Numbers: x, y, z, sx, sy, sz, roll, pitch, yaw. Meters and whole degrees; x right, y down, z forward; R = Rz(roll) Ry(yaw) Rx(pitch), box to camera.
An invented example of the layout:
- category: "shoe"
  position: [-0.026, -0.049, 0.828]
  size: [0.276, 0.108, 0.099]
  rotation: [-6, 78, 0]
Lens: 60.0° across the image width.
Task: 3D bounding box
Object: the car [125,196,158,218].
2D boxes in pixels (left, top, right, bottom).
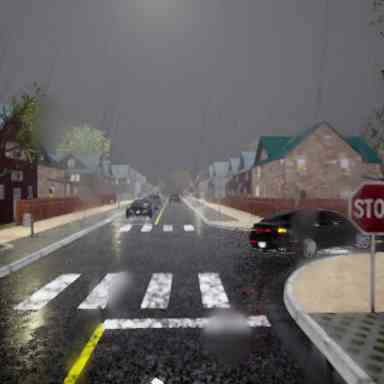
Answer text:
- category: "car"
  position: [-4.056, 1.280, 26.553]
  size: [1.994, 1.385, 4.181]
  rotation: [0, 0, -2]

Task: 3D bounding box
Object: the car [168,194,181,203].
- category: "car"
  position: [-2.906, 1.043, 55.568]
  size: [1.837, 1.490, 4.892]
  rotation: [0, 0, -3]

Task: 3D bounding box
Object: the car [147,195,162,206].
- category: "car"
  position: [-5.226, 1.107, 46.641]
  size: [1.812, 1.442, 4.674]
  rotation: [0, 0, -3]

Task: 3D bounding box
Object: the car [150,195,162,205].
- category: "car"
  position: [-4.611, 1.192, 35.919]
  size: [2.033, 1.411, 5.357]
  rotation: [0, 0, -3]

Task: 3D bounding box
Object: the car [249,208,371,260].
- category: "car"
  position: [4.177, 1.304, 11.445]
  size: [4.892, 1.490, 1.837]
  rotation: [-1, -3, -33]
